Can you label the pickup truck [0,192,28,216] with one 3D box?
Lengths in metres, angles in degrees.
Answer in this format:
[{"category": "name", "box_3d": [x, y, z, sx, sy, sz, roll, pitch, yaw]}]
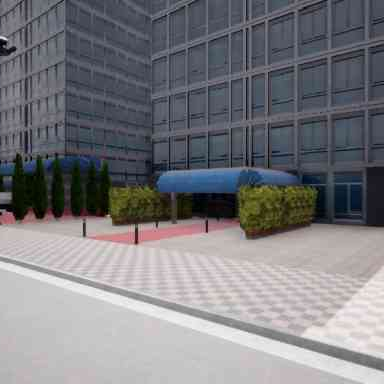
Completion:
[{"category": "pickup truck", "box_3d": [-15.317, 1.059, 27.938, 2.390, 2.098, 6.274, 0, 0, -22]}]
